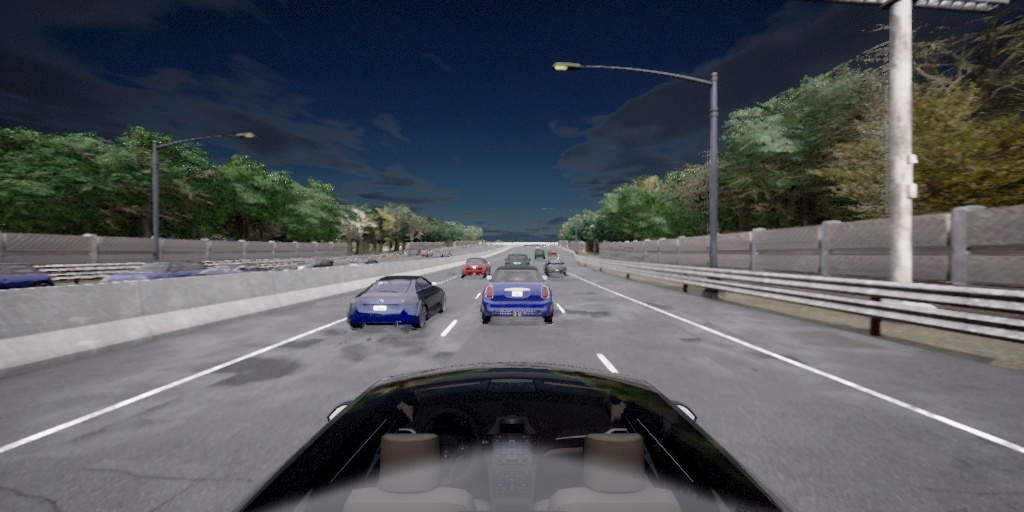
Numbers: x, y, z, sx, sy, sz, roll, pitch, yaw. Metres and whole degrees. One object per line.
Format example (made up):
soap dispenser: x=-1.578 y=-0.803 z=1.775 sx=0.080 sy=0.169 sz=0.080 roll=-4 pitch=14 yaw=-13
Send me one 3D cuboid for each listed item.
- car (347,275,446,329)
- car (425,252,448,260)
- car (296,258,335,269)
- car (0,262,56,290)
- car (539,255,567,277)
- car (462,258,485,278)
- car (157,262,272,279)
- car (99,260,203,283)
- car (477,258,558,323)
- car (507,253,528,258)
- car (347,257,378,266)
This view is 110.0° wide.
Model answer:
car: x=-3.345 y=1.285 z=11.129 sx=1.994 sy=1.385 sz=4.181 roll=0 pitch=0 yaw=0
car: x=-12.570 y=0.478 z=59.890 sx=1.994 sy=1.385 sz=4.181 roll=0 pitch=2 yaw=3
car: x=-20.501 y=0.971 z=37.600 sx=2.128 sy=1.511 sz=4.902 roll=0 pitch=1 yaw=2
car: x=-21.017 y=1.056 z=13.674 sx=2.097 sy=1.767 sz=4.553 roll=0 pitch=0 yaw=1
car: x=3.924 y=0.984 z=33.094 sx=2.128 sy=1.511 sz=4.902 roll=0 pitch=1 yaw=1
car: x=-3.001 y=0.923 z=31.086 sx=2.097 sy=1.767 sz=4.553 roll=0 pitch=1 yaw=1
car: x=-13.968 y=1.171 z=17.746 sx=2.128 sy=1.511 sz=4.902 roll=0 pitch=0 yaw=1
car: x=-17.463 y=1.030 z=17.942 sx=2.097 sy=1.767 sz=4.553 roll=0 pitch=0 yaw=1
car: x=0.167 y=1.068 z=12.183 sx=2.097 sy=1.767 sz=4.553 roll=0 pitch=0 yaw=1
car: x=0.495 y=0.792 z=31.087 sx=2.150 sy=2.045 sz=5.566 roll=0 pitch=1 yaw=1
car: x=-16.898 y=0.914 z=40.695 sx=2.128 sy=1.511 sz=4.902 roll=0 pitch=1 yaw=2
